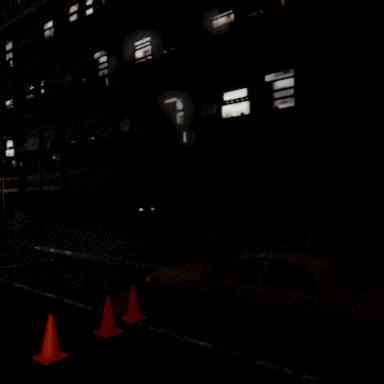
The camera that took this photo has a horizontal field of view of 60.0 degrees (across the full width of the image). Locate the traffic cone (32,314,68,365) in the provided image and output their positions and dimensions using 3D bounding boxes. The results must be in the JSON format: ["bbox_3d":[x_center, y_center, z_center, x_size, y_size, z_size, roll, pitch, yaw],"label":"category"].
[{"bbox_3d":[-1.941,1.970,4.567,0.340,0.580,0.340,0,0,36],"label":"traffic cone"}]

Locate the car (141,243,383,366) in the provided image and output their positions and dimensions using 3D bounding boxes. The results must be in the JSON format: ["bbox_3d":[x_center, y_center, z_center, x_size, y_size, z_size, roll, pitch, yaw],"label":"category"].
[{"bbox_3d":[1.261,1.551,5.660,4.829,1.417,1.752,0,-2,36],"label":"car"}]

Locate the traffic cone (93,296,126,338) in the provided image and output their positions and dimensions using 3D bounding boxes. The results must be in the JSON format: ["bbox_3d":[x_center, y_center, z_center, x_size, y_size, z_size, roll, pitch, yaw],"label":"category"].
[{"bbox_3d":[-1.357,1.974,5.379,0.340,0.580,0.340,0,0,36],"label":"traffic cone"}]

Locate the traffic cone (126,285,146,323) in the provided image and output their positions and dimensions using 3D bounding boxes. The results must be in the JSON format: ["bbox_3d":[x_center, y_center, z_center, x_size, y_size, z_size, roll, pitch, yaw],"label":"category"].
[{"bbox_3d":[-1.056,1.977,5.988,0.340,0.580,0.340,0,0,40],"label":"traffic cone"}]
